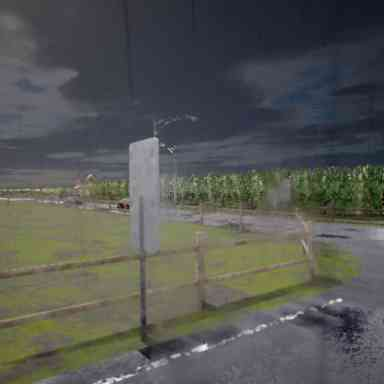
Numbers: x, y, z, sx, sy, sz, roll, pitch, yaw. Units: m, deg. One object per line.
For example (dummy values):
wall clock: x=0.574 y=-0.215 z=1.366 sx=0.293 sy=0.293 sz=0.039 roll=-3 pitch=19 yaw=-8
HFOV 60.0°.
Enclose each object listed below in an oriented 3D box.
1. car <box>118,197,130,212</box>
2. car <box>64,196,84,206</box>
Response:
car: x=-5.895 y=1.286 z=34.051 sx=1.882 sy=1.535 sz=5.008 roll=-1 pitch=1 yaw=-36
car: x=-17.903 y=1.304 z=50.445 sx=1.994 sy=1.385 sz=4.181 roll=-1 pitch=1 yaw=-36
